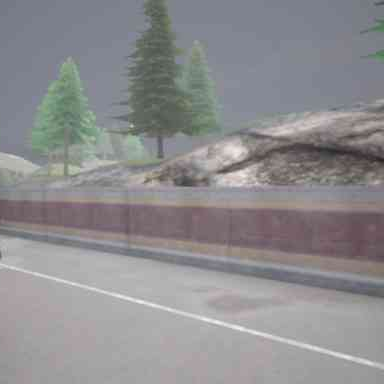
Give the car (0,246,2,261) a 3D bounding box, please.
[{"bbox_3d":[-7.286,1.570,9.199,4.718,1.301,1.895,0,0,36],"label":"car"}]
